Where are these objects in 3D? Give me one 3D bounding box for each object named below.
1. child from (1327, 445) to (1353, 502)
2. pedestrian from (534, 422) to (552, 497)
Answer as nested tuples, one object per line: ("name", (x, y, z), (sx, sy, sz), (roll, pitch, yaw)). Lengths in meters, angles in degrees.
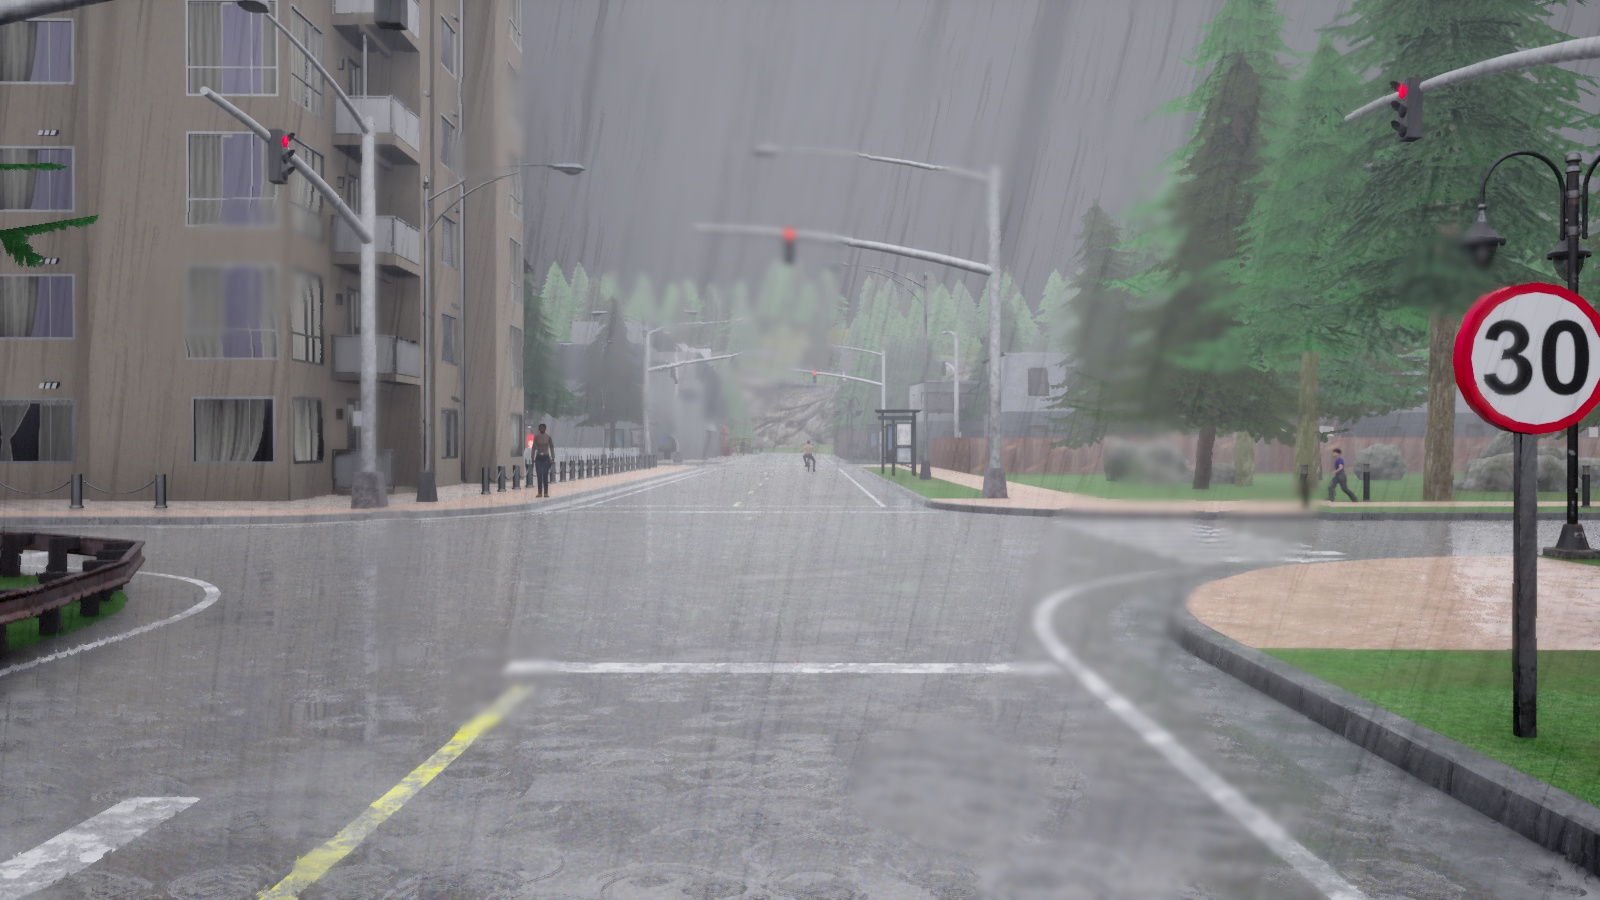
("child", (11.976, 0.520, 27.857), (0.437, 1.263, 0.270), (0, 0, -1))
("pedestrian", (-6.340, 0.227, 30.944), (0.328, 1.805, 0.869), (0, 0, -5))
